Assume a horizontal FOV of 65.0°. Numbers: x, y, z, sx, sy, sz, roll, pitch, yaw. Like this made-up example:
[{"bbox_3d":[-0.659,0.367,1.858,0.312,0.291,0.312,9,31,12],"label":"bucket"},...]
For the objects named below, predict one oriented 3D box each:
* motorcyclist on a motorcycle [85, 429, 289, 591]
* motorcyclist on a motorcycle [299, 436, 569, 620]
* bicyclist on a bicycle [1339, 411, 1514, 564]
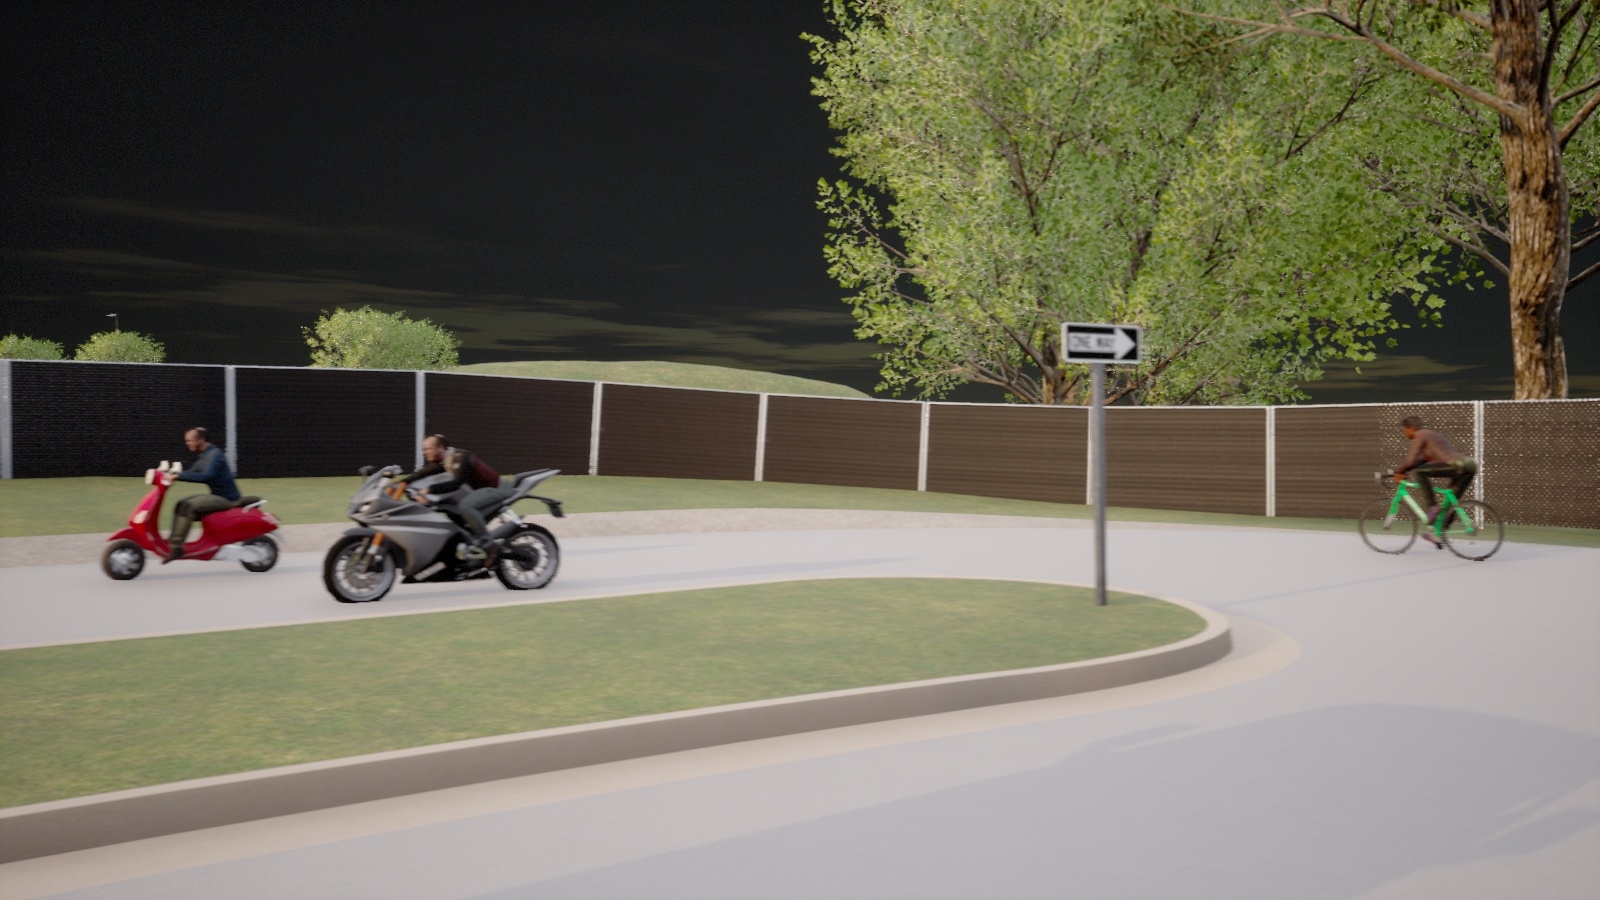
[{"bbox_3d":[-6.474,0.584,13.290,1.817,1.590,0.866,-1,1,-35],"label":"motorcyclist on a motorcycle"},{"bbox_3d":[-3.321,0.646,11.494,2.191,1.530,0.866,-1,1,-34],"label":"motorcyclist on a motorcycle"},{"bbox_3d":[7.080,0.403,14.262,0.582,1.620,1.656,-4,2,-36],"label":"bicyclist on a bicycle"}]
